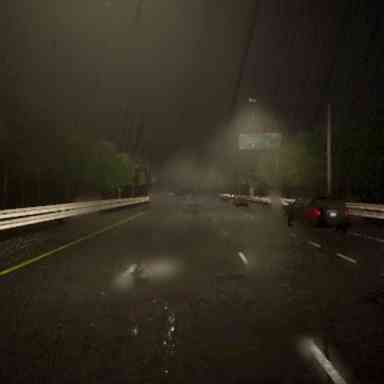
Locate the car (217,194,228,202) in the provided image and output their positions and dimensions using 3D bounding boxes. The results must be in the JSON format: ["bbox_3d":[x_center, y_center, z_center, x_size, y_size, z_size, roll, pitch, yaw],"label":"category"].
[{"bbox_3d":[7.243,1.487,76.646,2.033,1.411,5.357,0,0,0],"label":"car"}]

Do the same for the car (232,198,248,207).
[{"bbox_3d":[7.129,1.522,49.511,2.033,1.411,5.357,0,0,0],"label":"car"}]

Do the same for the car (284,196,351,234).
[{"bbox_3d":[7.020,1.222,19.208,2.150,2.045,5.566,0,0,0],"label":"car"}]
